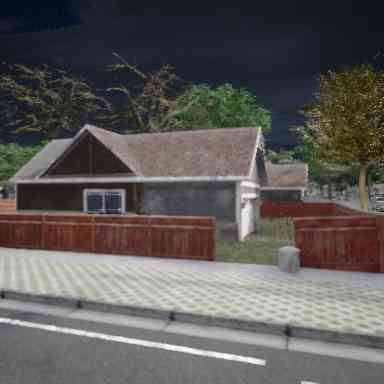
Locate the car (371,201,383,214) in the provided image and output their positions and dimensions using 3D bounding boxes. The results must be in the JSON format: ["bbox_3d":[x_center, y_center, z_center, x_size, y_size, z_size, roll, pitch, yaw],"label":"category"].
[{"bbox_3d":[22.146,1.880,38.742,1.837,1.490,4.892,0,-1,20],"label":"car"}]
